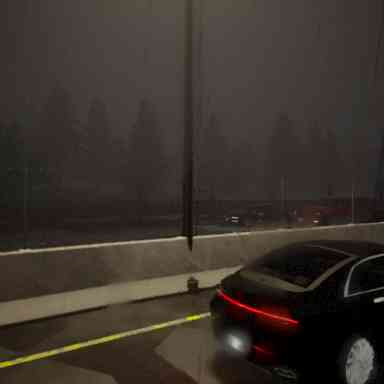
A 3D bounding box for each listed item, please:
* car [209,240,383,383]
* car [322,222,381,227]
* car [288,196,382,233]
[{"bbox_3d":[2.556,1.518,5.177,4.892,1.490,1.837,0,0,-32],"label":"car"},{"bbox_3d":[9.097,1.574,16.884,4.674,1.442,1.812,0,0,-25],"label":"car"},{"bbox_3d":[8.907,1.272,20.679,5.566,2.045,2.150,0,0,-24],"label":"car"}]
